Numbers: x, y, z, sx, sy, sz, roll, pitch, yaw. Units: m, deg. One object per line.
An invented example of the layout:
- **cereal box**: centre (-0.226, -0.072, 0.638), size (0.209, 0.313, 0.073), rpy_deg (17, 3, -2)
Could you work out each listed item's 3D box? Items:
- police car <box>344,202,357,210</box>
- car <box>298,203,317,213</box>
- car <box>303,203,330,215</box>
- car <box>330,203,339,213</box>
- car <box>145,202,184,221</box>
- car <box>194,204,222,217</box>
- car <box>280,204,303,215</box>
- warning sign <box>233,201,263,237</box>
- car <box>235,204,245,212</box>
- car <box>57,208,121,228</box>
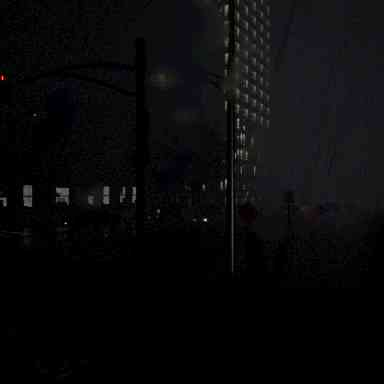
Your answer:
- **police car**: centre (31.476, 2.738, 65.848), size (1.930, 1.638, 5.238), rpy_deg (0, -1, 33)
- **car**: centre (19.118, 2.533, 54.738), size (1.837, 1.490, 4.892), rpy_deg (0, -1, 33)
- **car**: centre (16.987, 2.376, 45.226), size (1.837, 1.490, 4.892), rpy_deg (0, -1, 33)
- **car**: centre (22.516, 2.529, 53.841), size (1.882, 1.535, 5.008), rpy_deg (0, -1, 33)
- **car**: centre (-2.779, 1.835, 32.877), size (2.097, 1.767, 4.553), rpy_deg (0, -1, 33)
- **car**: centre (2.079, 2.169, 40.425), size (1.812, 1.442, 4.674), rpy_deg (0, -1, 33)
- **car**: centre (13.933, 2.459, 46.577), size (1.895, 1.301, 4.718), rpy_deg (0, -1, 33)
- **warning sign**: centre (3.123, 1.454, 18.543), size (1.300, 1.860, 1.060), rpy_deg (1, 1, 33)
- **car**: centre (7.508, 2.386, 48.802), size (1.994, 1.385, 4.181), rpy_deg (0, -1, 34)
- **car**: centre (-7.694, 1.921, 25.234), size (1.895, 1.301, 4.718), rpy_deg (0, -1, 33)
